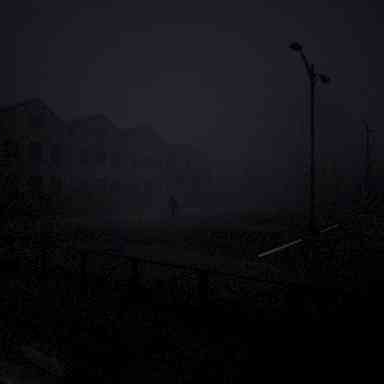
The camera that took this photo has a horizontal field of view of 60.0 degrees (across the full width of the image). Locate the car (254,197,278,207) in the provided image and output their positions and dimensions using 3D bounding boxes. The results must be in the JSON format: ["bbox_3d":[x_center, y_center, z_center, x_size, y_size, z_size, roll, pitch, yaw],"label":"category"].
[{"bbox_3d":[10.458,1.355,46.673,2.033,1.411,5.357,0,0,32],"label":"car"}]

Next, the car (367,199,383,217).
[{"bbox_3d":[15.445,1.298,26.799,2.007,1.523,4.514,0,0,35],"label":"car"}]

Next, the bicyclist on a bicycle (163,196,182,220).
[{"bbox_3d":[-1.377,1.108,23.046,1.656,1.620,0.582,0,0,35],"label":"bicyclist on a bicycle"}]
